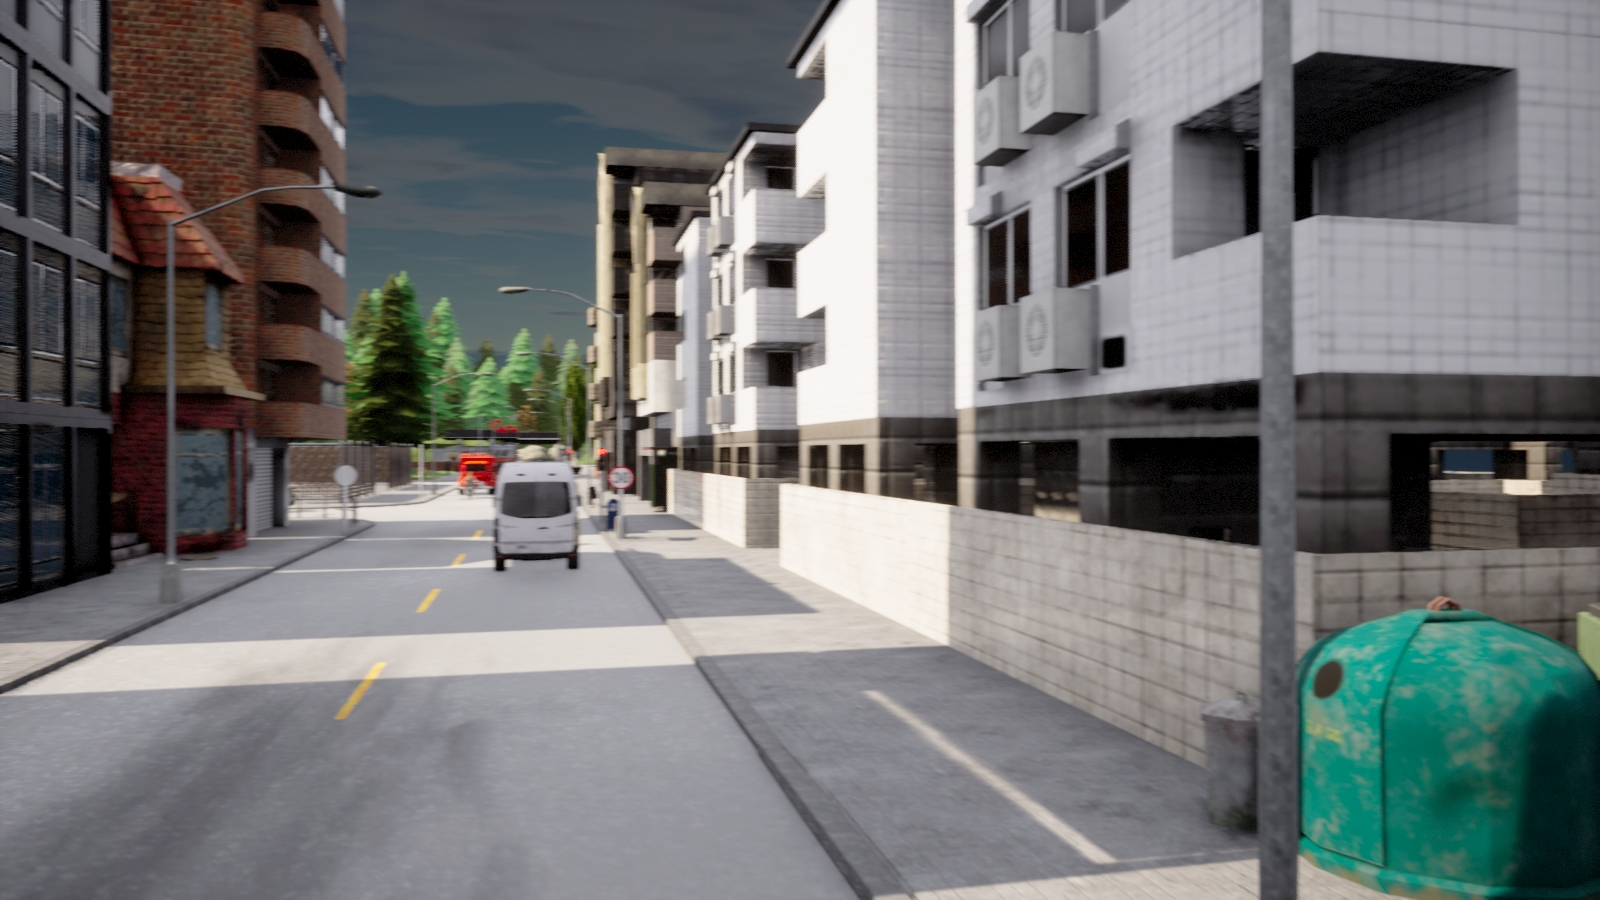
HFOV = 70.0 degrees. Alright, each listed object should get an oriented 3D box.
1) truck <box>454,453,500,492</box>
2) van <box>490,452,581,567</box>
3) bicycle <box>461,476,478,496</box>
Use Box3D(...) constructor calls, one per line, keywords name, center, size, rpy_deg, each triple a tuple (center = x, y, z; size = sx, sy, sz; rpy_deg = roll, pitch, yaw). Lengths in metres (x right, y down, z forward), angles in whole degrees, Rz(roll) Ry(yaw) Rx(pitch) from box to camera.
Box3D(name="truck", center=(-21.239, 1.443, 75.263), size=(2.627, 2.467, 5.204), rpy_deg=(0, 0, -13))
Box3D(name="van", center=(-6.611, 1.347, 28.688), size=(1.988, 2.561, 5.915), rpy_deg=(0, 0, -13))
Box3D(name="bicycle", center=(-19.509, 2.120, 67.540), size=(0.859, 1.080, 1.487), rpy_deg=(0, 0, -13))
